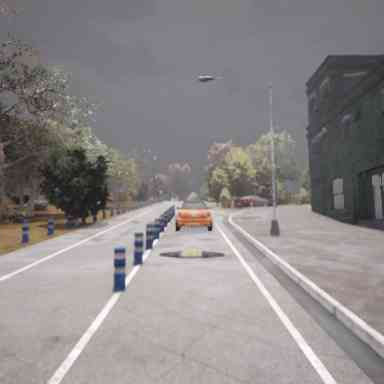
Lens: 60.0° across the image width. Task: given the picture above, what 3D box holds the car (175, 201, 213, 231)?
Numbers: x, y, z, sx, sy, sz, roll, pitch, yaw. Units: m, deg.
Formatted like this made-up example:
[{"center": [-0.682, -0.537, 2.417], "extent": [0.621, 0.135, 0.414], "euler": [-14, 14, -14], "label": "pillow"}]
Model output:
[{"center": [0.112, 1.306, 20.466], "extent": [2.097, 1.767, 4.553], "euler": [0, 0, 0], "label": "car"}]

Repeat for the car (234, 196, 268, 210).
[{"center": [6.874, 1.182, 38.246], "extent": [1.882, 1.535, 5.008], "euler": [-7, -5, 43], "label": "car"}]
